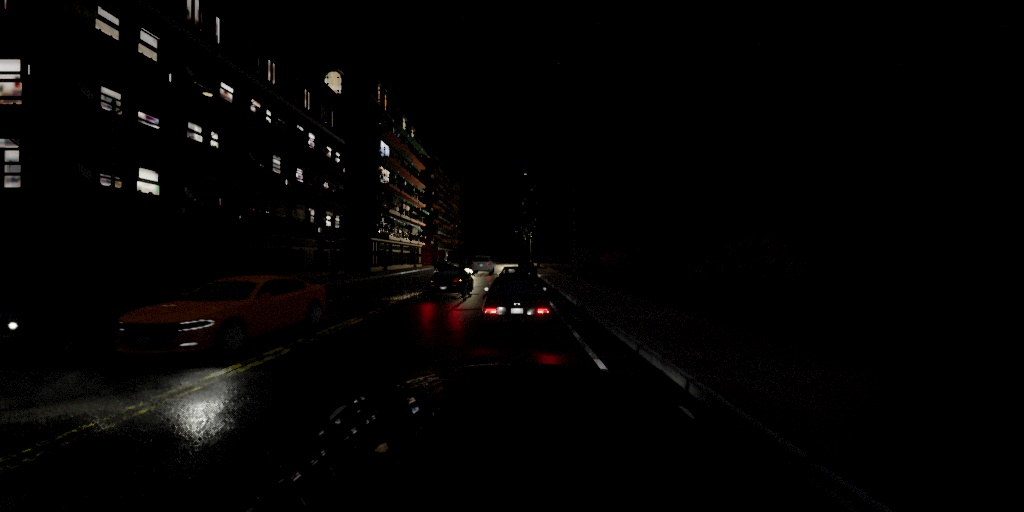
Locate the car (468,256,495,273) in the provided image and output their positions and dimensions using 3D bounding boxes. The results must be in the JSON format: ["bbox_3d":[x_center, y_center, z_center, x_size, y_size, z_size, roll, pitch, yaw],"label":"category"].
[{"bbox_3d":[-3.127,0.979,39.516,2.150,2.045,5.566,0,0,0],"label":"car"}]

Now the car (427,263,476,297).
[{"bbox_3d":[-3.140,1.279,18.705,1.812,1.442,4.674,0,0,0],"label":"car"}]

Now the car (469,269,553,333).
[{"bbox_3d":[0.109,1.299,10.693,2.033,1.411,5.357,0,0,0],"label":"car"}]

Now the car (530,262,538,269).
[{"bbox_3d":[1.155,1.259,30.822,1.837,1.490,4.892,0,0,0],"label":"car"}]

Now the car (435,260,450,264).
[{"bbox_3d":[-9.819,1.300,51.296,2.033,1.411,5.357,0,0,0],"label":"car"}]

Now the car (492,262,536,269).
[{"bbox_3d":[0.112,1.300,21.054,2.033,1.411,5.357,0,0,0],"label":"car"}]

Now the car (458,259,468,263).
[{"bbox_3d":[-6.567,1.230,51.190,1.882,1.535,5.008,0,0,0],"label":"car"}]

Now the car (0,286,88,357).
[{"bbox_3d":[-9.843,1.352,8.694,1.895,1.301,4.718,0,0,0],"label":"car"}]

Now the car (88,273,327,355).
[{"bbox_3d":[-6.593,1.229,8.911,1.882,1.535,5.008,0,0,0],"label":"car"}]
